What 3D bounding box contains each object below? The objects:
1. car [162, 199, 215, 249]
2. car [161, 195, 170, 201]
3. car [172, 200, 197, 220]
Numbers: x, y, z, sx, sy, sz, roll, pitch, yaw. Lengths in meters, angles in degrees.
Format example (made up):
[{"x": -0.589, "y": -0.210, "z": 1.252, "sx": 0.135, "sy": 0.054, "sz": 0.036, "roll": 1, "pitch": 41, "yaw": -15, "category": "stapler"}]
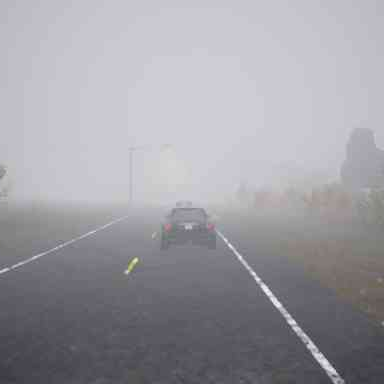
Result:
[{"x": -0.178, "y": 1.357, "z": 14.692, "sx": 2.097, "sy": 1.767, "sz": 4.553, "roll": 0, "pitch": 0, "yaw": -1, "category": "car"}, {"x": -5.991, "y": 1.438, "z": 75.851, "sx": 1.895, "sy": 1.301, "sz": 4.718, "roll": 0, "pitch": 0, "yaw": -2, "category": "car"}, {"x": -0.690, "y": 1.537, "z": 29.740, "sx": 2.033, "sy": 1.411, "sz": 5.357, "roll": 0, "pitch": 0, "yaw": -2, "category": "car"}]
